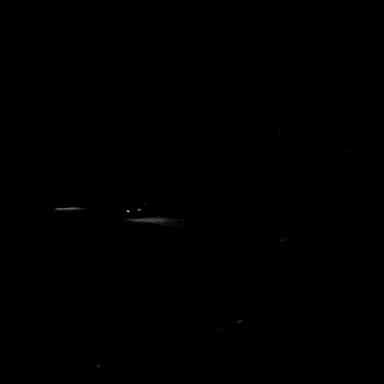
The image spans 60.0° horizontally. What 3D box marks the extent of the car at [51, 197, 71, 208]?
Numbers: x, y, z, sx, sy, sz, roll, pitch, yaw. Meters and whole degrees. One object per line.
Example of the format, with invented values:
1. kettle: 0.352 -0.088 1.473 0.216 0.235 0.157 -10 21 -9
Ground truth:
1. car: -18.724 1.457 47.383 1.837 1.490 4.892 -1 0 -36

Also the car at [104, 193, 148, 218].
1. car: -6.050 1.131 30.044 2.150 2.045 5.566 -1 1 -36
